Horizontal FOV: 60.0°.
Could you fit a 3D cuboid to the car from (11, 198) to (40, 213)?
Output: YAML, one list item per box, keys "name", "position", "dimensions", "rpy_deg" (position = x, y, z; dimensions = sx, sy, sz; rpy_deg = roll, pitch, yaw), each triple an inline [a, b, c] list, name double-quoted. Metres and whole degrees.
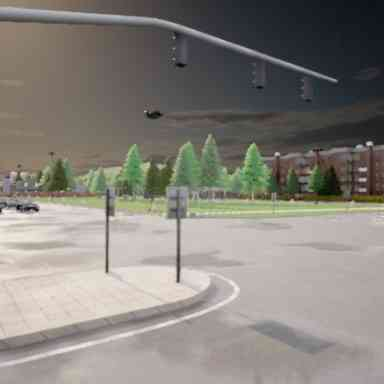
- name: "car"
  position: [-18.929, 1.609, 38.121]
  dimensions: [2.033, 1.411, 5.357]
  rpy_deg: [1, 0, -36]

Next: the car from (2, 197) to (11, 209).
- name: "car"
  position: [-24.734, 1.566, 46.107]
  dimensions: [1.837, 1.490, 4.892]
  rpy_deg: [1, 0, -36]

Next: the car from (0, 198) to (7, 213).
- name: "car"
  position: [-21.713, 1.631, 36.008]
  dimensions: [1.895, 1.301, 4.718]
  rpy_deg: [1, 0, -36]
